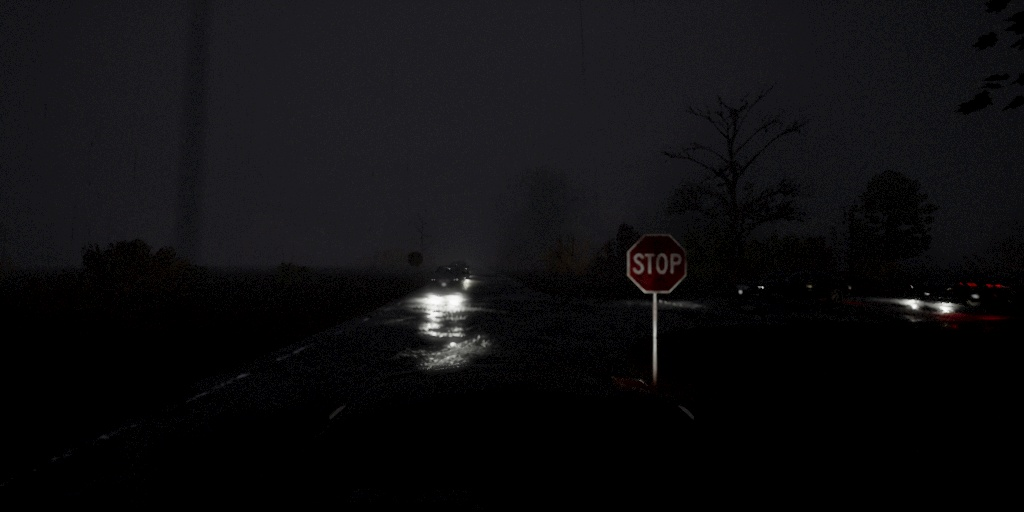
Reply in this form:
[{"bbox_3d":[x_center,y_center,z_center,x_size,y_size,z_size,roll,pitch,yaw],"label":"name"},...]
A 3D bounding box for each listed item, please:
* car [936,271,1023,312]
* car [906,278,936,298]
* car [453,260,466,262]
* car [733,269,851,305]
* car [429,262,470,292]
[{"bbox_3d":[20.157,1.346,14.010,4.902,1.511,2.128,0,0,-7],"label":"car"},{"bbox_3d":[22.517,1.434,17.499,5.357,1.411,2.033,0,0,-7],"label":"car"},{"bbox_3d":[-5.170,1.282,34.669,2.097,1.767,4.553,0,0,-7],"label":"car"},{"bbox_3d":[12.676,1.354,16.353,4.902,1.511,2.128,0,0,-7],"label":"car"},{"bbox_3d":[-4.022,1.357,22.615,2.128,1.511,4.902,0,0,-4],"label":"car"}]
